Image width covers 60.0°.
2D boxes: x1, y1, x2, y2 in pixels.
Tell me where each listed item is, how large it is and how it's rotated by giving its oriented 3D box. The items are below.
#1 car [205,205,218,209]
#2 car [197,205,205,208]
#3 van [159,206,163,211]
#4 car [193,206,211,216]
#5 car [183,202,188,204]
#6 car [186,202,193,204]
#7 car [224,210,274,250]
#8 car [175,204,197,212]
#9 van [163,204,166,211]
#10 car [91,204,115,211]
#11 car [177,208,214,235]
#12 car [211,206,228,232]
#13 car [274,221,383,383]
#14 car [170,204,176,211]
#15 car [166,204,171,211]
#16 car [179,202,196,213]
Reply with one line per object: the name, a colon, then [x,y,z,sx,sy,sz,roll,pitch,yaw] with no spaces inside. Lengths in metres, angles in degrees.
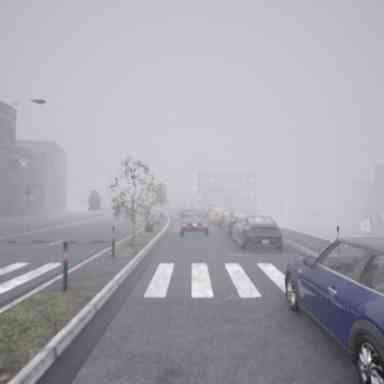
car: [2.783,2.287,32.865,2.097,1.535,5.008,0,-2,-2]
car: [1.986,2.630,44.083,2.163,1.488,4.792,0,-2,-5]
van: [-7.216,4.365,93.113,1.878,1.987,4.442,0,-3,-15]
car: [1.426,2.794,49.571,2.002,1.452,4.674,0,-2,-6]
car: [-0.056,2.958,60.529,2.185,1.767,4.553,0,-2,-8]
car: [0.761,2.908,54.951,2.231,1.521,4.892,0,-2,-7]
car: [3.065,1.851,16.258,2.231,1.521,4.892,0,-1,0]
car: [-0.772,2.552,41.461,1.837,1.490,4.892,0,-2,-4]
van: [-5.754,4.061,87.779,1.878,1.987,4.442,0,-3,-14]
car: [-21.727,3.922,83.657,5.566,2.045,2.435,0,-3,-14]
car: [0.132,2.064,22.336,2.033,1.411,5.357,0,-1,-1]
car: [2.991,2.172,27.321,2.002,1.452,4.674,0,-2,-1]
car: [3.018,1.490,5.322,2.185,1.767,4.553,0,-1,0]
car: [-3.147,3.776,76.873,2.002,1.452,4.674,0,-3,-12]
car: [-4.395,4.037,82.267,2.002,1.452,4.674,0,-3,-13]
car: [-0.971,3.030,66.065,2.435,2.045,5.566,0,-2,-9]
